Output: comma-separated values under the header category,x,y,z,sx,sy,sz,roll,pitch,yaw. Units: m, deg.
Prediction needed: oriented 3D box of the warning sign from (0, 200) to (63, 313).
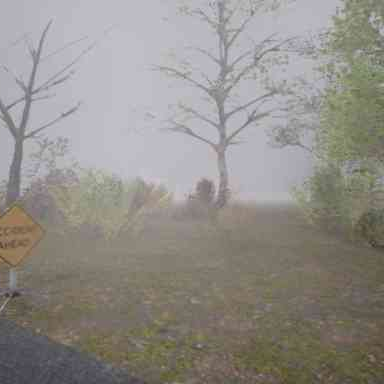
category,x,y,z,sx,sy,sz,roll,pitch,yaw
warning sign,-3.368,1.103,6.312,1.060,1.860,1.300,1,0,35
